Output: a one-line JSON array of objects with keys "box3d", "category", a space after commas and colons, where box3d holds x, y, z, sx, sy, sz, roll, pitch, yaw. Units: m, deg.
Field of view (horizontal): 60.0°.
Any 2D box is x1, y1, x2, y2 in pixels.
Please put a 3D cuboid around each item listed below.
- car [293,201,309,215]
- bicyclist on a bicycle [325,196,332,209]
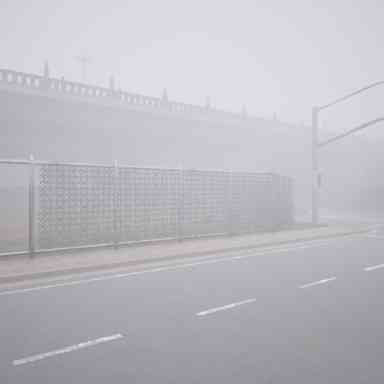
[{"box3d": [10.012, 1.546, 35.211, 2.128, 1.511, 4.902, 0, 0, -36], "category": "car"}, {"box3d": [17.735, 1.356, 43.290, 1.656, 1.620, 0.582, 0, 0, -36], "category": "bicyclist on a bicycle"}]
